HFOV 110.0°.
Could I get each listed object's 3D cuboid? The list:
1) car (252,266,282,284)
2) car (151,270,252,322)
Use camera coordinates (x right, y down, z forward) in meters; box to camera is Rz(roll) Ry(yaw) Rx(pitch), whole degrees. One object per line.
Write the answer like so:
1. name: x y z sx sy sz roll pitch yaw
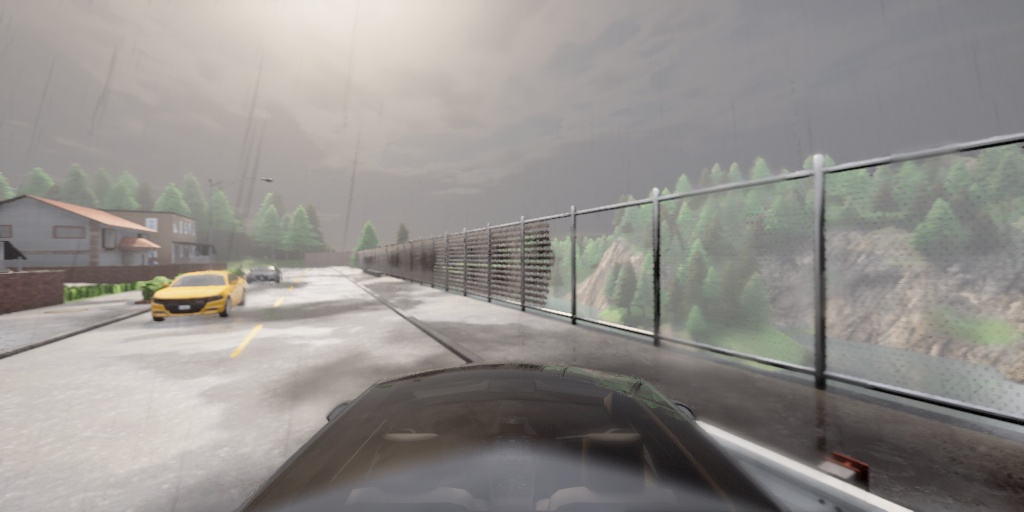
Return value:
1. car: -19.427 1.491 28.292 1.994 1.385 4.181 0 0 -28
2. car: -11.271 1.321 13.232 1.882 1.535 5.008 0 0 -28
